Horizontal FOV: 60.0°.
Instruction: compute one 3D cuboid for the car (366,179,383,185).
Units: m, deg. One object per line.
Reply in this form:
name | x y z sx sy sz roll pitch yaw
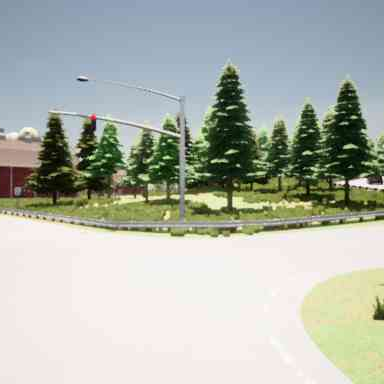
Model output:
car | 28.553 -1.957 52.010 1.837 1.490 4.892 0 5 20
